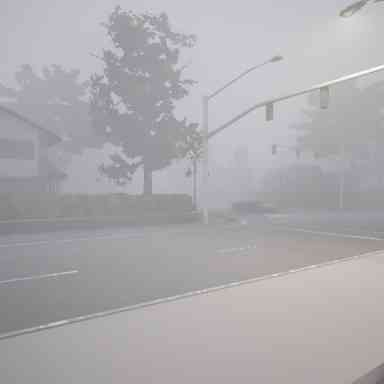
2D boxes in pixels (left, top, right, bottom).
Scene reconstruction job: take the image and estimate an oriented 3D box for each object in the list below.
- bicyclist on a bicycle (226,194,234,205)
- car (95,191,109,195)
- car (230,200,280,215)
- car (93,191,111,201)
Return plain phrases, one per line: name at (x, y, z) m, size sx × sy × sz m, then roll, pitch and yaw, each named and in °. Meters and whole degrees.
bicyclist on a bicycle at (5.885, 1.176, 51.080) m, size 1.656 × 1.620 × 0.582 m, roll 0°, pitch 0°, yaw -36°
car at (-16.538, 1.187, 63.970) m, size 2.097 × 1.767 × 4.553 m, roll 0°, pitch 0°, yaw -36°
car at (6.139, 1.466, 33.046) m, size 2.033 × 1.411 × 5.357 m, roll 0°, pitch 0°, yaw -36°
car at (-20.436, 0.855, 75.241) m, size 2.150 × 2.045 × 5.566 m, roll 0°, pitch 0°, yaw -36°
